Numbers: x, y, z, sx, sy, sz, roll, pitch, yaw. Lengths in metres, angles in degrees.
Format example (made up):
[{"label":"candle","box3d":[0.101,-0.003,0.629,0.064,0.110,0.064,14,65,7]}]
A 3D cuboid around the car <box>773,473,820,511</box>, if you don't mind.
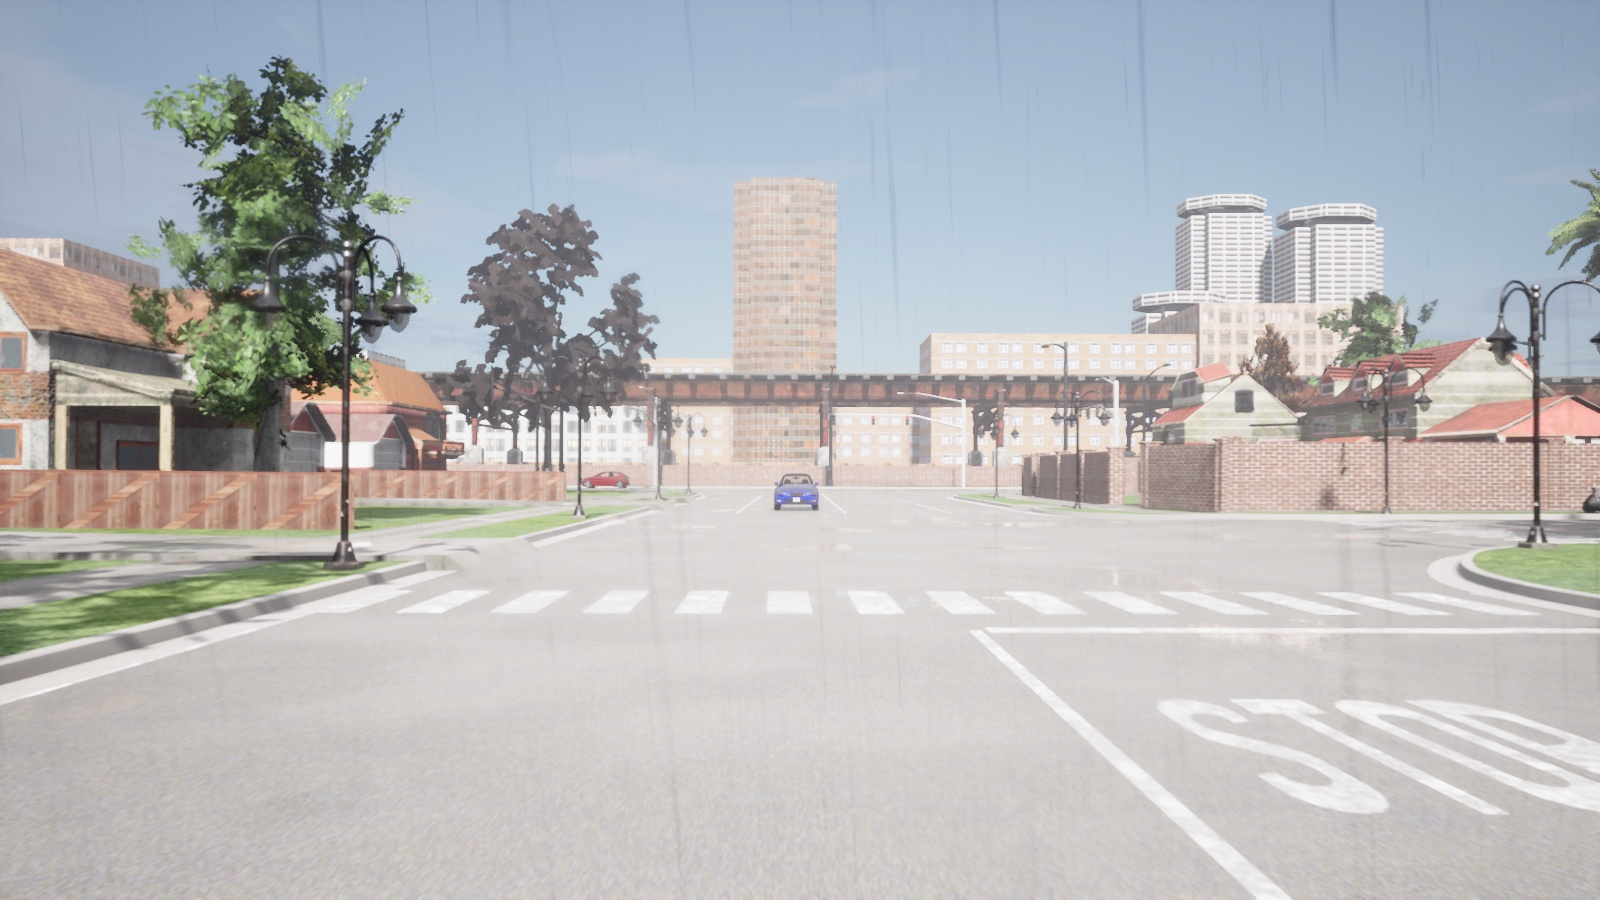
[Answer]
[{"label":"car","box3d":[-0.126,1.681,50.933,1.816,1.474,4.193,0,-1,0]}]
